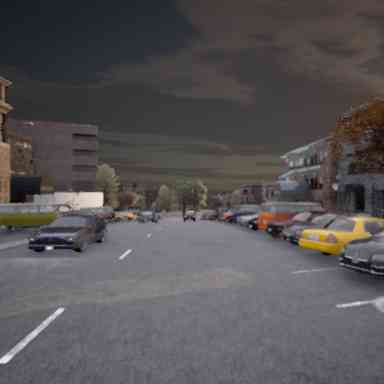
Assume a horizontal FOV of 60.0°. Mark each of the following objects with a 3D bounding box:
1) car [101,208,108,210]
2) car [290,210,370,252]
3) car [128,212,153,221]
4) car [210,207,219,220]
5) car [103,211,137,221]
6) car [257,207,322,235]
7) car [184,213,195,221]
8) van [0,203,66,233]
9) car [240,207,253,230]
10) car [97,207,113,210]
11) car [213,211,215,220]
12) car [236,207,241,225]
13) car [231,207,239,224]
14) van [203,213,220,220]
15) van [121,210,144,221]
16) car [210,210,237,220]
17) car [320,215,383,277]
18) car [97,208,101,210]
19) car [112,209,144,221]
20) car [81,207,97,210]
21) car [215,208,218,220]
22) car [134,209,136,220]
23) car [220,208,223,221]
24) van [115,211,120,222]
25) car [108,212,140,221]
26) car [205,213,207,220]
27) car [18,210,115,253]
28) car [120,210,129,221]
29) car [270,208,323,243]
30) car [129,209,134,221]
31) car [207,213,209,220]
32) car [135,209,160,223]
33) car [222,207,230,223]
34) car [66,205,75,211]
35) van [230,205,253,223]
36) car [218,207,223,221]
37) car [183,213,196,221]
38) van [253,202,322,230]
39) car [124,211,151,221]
[{"bbox_3d":[-11.570,2.703,35.026,4.674,1.452,2.002,0,-3,-20],"label":"car"},{"bbox_3d":[6.568,1.583,12.259,5.366,1.575,1.946,1,-2,-20],"label":"car"},{"bbox_3d":[-12.273,5.779,79.836,5.566,2.045,2.435,1,-5,-20],"label":"car"},{"bbox_3d":[6.085,3.371,50.277,5.566,2.045,2.435,2,-5,-21],"label":"car"},{"bbox_3d":[-12.018,4.074,55.861,5.366,1.575,1.946,1,-4,-21],"label":"car"},{"bbox_3d":[6.378,1.754,18.039,5.008,1.535,2.097,2,-2,-20],"label":"car"},{"bbox_3d":[-0.528,4.545,60.852,1.895,1.301,4.718,0,-4,-1],"label":"car"},{"bbox_3d":[-11.365,1.769,23.129,4.442,1.987,1.878,0,-3,-20],"label":"van"},{"bbox_3d":[6.307,2.036,23.881,4.792,1.488,2.163,2,-3,-20],"label":"car"},{"bbox_3d":[-11.577,2.721,38.031,4.553,1.767,2.185,0,-4,-21],"label":"car"},{"bbox_3d":[6.090,3.416,47.321,4.892,1.521,2.231,2,-5,-21],"label":"car"},{"bbox_3d":[6.317,2.201,26.811,4.674,1.452,2.002,2,-3,-20],"label":"car"},{"bbox_3d":[6.292,2.363,29.745,4.674,1.452,2.002,2,-3,-20],"label":"car"},{"bbox_3d":[5.353,6.699,91.255,4.442,1.987,1.878,3,-5,-21],"label":"van"},{"bbox_3d":[-12.164,4.798,67.834,4.442,1.987,1.878,1,-5,-21],"label":"van"},{"bbox_3d":[5.841,4.366,61.951,4.553,1.767,2.185,2,-5,-21],"label":"car"},{"bbox_3d":[6.412,1.528,9.265,4.892,1.521,2.231,1,-1,-20],"label":"car"},{"bbox_3d":[-11.574,2.515,32.026,4.792,1.488,2.163,0,-3,-20],"label":"car"},{"bbox_3d":[-11.972,4.289,61.900,5.566,2.045,2.435,1,-5,-21],"label":"car"},{"bbox_3d":[-11.502,2.065,29.085,5.566,2.045,2.435,0,-4,-20],"label":"car"},{"bbox_3d":[6.128,3.221,44.389,4.892,1.521,2.231,2,-4,-21],"label":"car"},{"bbox_3d":[-11.627,3.856,53.010,5.366,1.575,1.946,1,-5,-21],"label":"car"},{"bbox_3d":[6.176,2.871,38.518,4.792,1.488,2.163,2,-4,-20],"label":"car"},{"bbox_3d":[-11.536,2.811,41.064,4.442,1.987,1.878,0,-4,-21],"label":"van"},{"bbox_3d":[-12.068,4.301,58.844,5.366,1.575,1.946,1,-4,-21],"label":"car"},{"bbox_3d":[5.735,4.837,67.797,4.553,1.767,2.185,3,-5,-21],"label":"car"},{"bbox_3d":[-5.134,1.715,14.632,2.033,1.411,5.357,0,-2,0],"label":"car"},{"bbox_3d":[-11.504,3.232,44.059,5.366,1.575,1.946,1,-4,-21],"label":"car"},{"bbox_3d":[6.390,1.659,15.113,4.892,1.521,2.231,2,-2,-20],"label":"car"},{"bbox_3d":[-11.729,3.674,49.972,4.792,1.488,2.163,1,-5,-21],"label":"car"},{"bbox_3d":[5.913,4.263,59.020,5.008,1.535,2.097,2,-5,-21],"label":"car"},{"bbox_3d":[-5.314,3.007,40.189,1.812,1.442,4.674,0,-4,0],"label":"car"},{"bbox_3d":[6.240,2.663,35.608,5.008,1.535,2.097,2,-4,-20],"label":"car"},{"bbox_3d":[-11.528,2.023,26.061,4.553,1.767,2.185,0,-3,-20],"label":"car"},{"bbox_3d":[6.372,2.269,32.733,4.442,1.987,1.878,2,-4,-20],"label":"van"},{"bbox_3d":[6.140,2.901,41.465,4.553,1.767,2.185,2,-4,-21],"label":"car"},{"bbox_3d":[-0.370,3.796,50.820,1.895,1.301,4.718,0,-4,-1],"label":"car"},{"bbox_3d":[6.466,1.649,21.017,4.442,1.987,1.878,2,-3,-20],"label":"van"},{"bbox_3d":[-12.196,5.275,73.839,5.566,2.045,2.435,1,-5,-21],"label":"car"}]
